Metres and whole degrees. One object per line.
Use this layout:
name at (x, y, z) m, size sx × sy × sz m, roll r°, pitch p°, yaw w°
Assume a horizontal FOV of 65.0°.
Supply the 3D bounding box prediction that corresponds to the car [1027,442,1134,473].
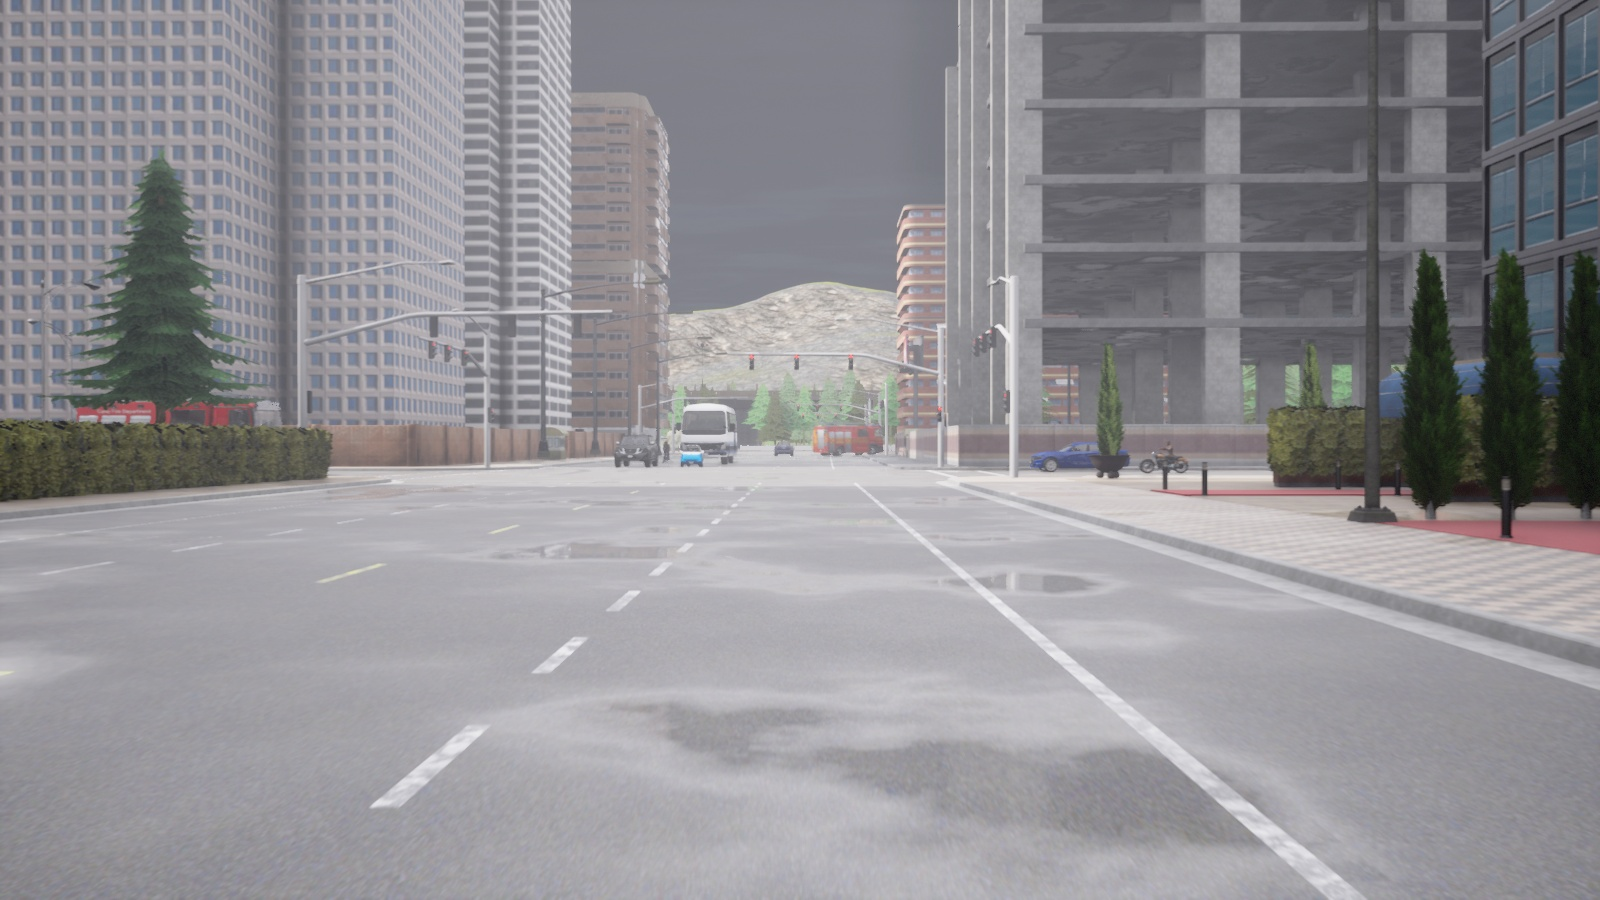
car at (14.270, 0.375, 64.033) m, size 5.008 × 1.535 × 1.882 m, roll 0°, pitch 0°, yaw 1°

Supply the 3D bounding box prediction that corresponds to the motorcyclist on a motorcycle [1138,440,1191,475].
motorcyclist on a motorcycle at (17.562, 0.370, 60.492) m, size 2.350 × 1.649 × 0.766 m, roll 0°, pitch 0°, yaw 1°

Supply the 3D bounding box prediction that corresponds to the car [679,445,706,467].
car at (-6.702, 0.354, 78.388) m, size 1.481 × 1.376 × 2.207 m, roll 0°, pitch 0°, yaw 1°

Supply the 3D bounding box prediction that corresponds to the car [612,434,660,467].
car at (-10.199, 0.014, 78.559) m, size 2.150 × 2.045 × 5.566 m, roll 0°, pitch 0°, yaw 1°

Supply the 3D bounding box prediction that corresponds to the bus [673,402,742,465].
bus at (-6.464, -1.141, 89.699) m, size 3.944 × 4.253 × 10.273 m, roll 0°, pitch 0°, yaw 1°

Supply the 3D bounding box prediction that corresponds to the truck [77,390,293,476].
truck at (-28.054, -0.765, 57.544) m, size 8.468 × 3.827 × 2.891 m, roll 0°, pitch 0°, yaw 1°
